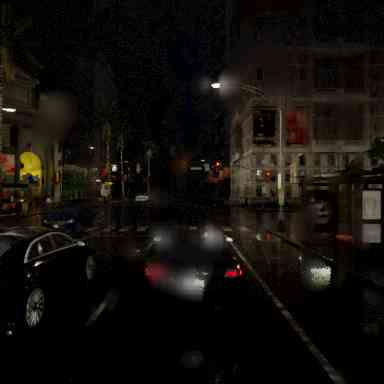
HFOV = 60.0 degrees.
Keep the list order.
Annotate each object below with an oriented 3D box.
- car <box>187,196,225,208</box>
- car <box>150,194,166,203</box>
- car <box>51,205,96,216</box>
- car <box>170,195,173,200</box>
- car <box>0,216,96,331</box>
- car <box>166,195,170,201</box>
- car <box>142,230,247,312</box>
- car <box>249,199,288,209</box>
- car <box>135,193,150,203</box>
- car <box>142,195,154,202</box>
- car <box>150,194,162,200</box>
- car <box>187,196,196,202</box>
[{"bbox_3d":[2.342,1.478,48.743,5.008,1.535,1.882,0,1,24],"label":"car"},{"bbox_3d":[-7.112,1.553,69.873,1.994,1.385,4.181,0,0,0],"label":"car"},{"bbox_3d":[-7.069,1.526,19.651,1.812,1.442,4.674,0,0,0],"label":"car"},{"bbox_3d":[-6.312,1.524,90.185,1.812,1.442,4.674,0,0,10],"label":"car"},{"bbox_3d":[-3.453,1.492,6.855,2.128,1.511,4.902,0,0,0],"label":"car"},{"bbox_3d":[-7.125,1.355,80.056,2.097,1.767,4.553,0,0,0],"label":"car"},{"bbox_3d":[0.052,1.564,7.790,1.994,1.385,4.181,0,0,0],"label":"car"},{"bbox_3d":[9.863,1.601,43.084,4.718,1.301,1.895,0,0,-3],"label":"car"},{"bbox_3d":[-10.613,1.225,70.677,2.150,2.045,5.566,0,0,0],"label":"car"},{"bbox_3d":[-10.626,1.540,80.693,2.033,1.411,5.357,0,0,0],"label":"car"},{"bbox_3d":[-9.746,1.355,90.868,2.097,1.767,4.553,0,0,10],"label":"car"},{"bbox_3d":[-0.127,1.553,79.551,1.994,1.385,4.181,0,0,0],"label":"car"}]
